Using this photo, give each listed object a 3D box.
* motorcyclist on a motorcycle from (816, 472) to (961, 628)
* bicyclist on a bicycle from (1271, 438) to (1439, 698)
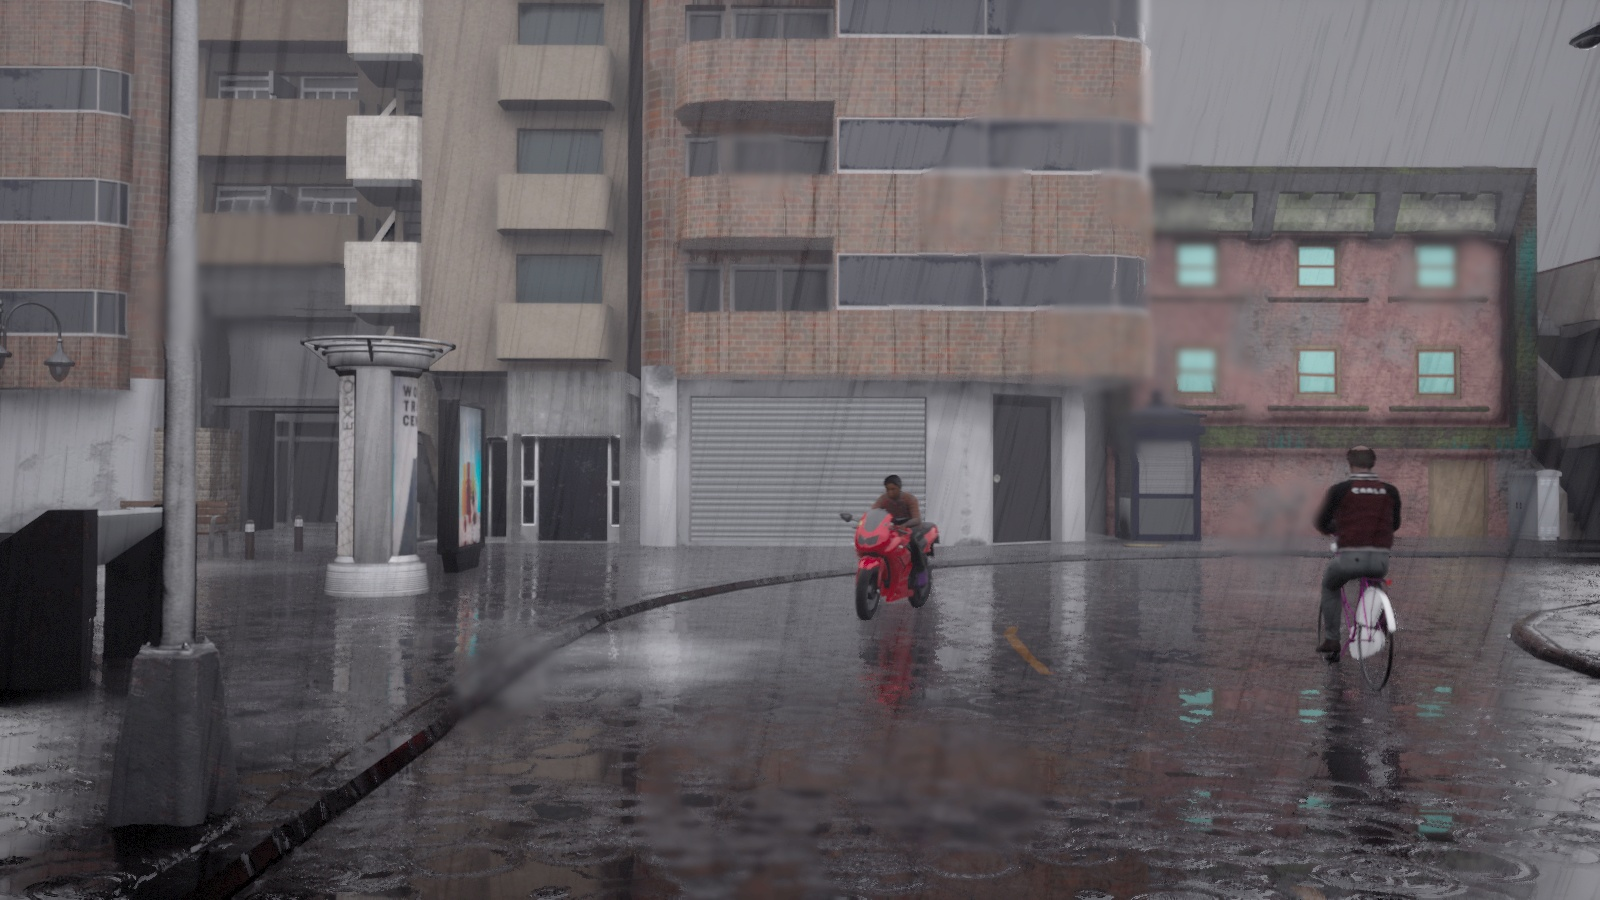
[{"bbox_3d":[0.998,1.012,13.578,0.797,1.523,2.044,1,0,27],"label":"motorcyclist on a motorcycle"},{"bbox_3d":[4.173,0.822,9.583,0.659,1.776,1.843,1,-1,8],"label":"bicyclist on a bicycle"}]
